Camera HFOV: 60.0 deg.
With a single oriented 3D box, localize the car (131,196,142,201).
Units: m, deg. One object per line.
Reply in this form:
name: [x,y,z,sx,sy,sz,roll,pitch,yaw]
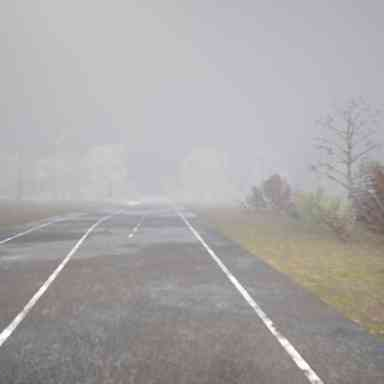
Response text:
car: [-14.300,1.880,83.718,1.895,1.301,4.718,0,0,-5]
